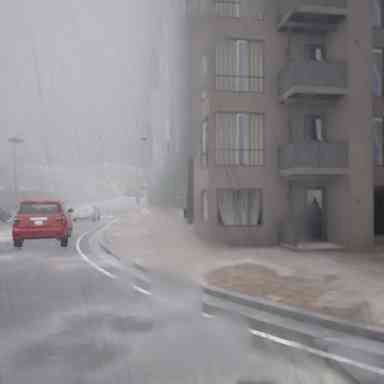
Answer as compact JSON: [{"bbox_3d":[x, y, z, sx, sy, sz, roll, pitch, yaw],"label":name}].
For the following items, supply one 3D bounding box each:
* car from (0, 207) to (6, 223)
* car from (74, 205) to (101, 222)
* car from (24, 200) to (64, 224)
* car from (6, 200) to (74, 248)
[{"bbox_3d":[-16.145,1.843,26.196,2.033,1.411,5.357,0,-1,-8],"label":"car"},{"bbox_3d":[-9.370,1.836,29.551,1.812,1.442,4.674,0,-1,-8],"label":"car"},{"bbox_3d":[-12.834,1.669,29.154,2.097,1.767,4.553,0,0,-9],"label":"car"},{"bbox_3d":[-7.038,1.391,16.009,2.150,2.045,5.566,0,-1,-18],"label":"car"}]
